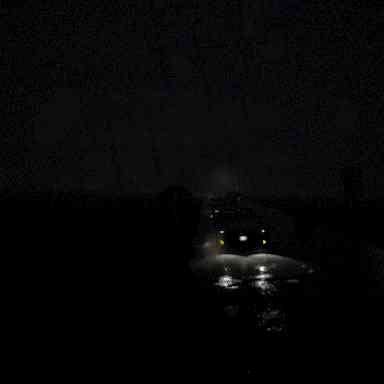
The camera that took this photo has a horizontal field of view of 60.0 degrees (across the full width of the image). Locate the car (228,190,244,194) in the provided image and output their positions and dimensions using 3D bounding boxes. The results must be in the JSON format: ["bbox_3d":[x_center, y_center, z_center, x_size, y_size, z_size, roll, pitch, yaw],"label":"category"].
[{"bbox_3d":[6.444,0.547,47.488,1.837,1.490,4.892,-2,1,3],"label":"car"}]

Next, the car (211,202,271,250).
[{"bbox_3d":[1.861,1.357,13.294,1.994,1.385,4.181,-2,1,4],"label":"car"}]

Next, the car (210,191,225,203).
[{"bbox_3d":[3.629,0.610,48.260,1.882,1.535,5.008,-2,1,3],"label":"car"}]

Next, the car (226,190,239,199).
[{"bbox_3d":[6.930,0.379,57.644,1.837,1.490,4.892,-2,1,3],"label":"car"}]

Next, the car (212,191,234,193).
[{"bbox_3d":[2.790,0.926,32.573,1.812,1.442,4.674,-2,1,3],"label":"car"}]

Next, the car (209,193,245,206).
[{"bbox_3d":[2.276,1.103,22.143,2.128,1.511,4.902,-2,1,3],"label":"car"}]
